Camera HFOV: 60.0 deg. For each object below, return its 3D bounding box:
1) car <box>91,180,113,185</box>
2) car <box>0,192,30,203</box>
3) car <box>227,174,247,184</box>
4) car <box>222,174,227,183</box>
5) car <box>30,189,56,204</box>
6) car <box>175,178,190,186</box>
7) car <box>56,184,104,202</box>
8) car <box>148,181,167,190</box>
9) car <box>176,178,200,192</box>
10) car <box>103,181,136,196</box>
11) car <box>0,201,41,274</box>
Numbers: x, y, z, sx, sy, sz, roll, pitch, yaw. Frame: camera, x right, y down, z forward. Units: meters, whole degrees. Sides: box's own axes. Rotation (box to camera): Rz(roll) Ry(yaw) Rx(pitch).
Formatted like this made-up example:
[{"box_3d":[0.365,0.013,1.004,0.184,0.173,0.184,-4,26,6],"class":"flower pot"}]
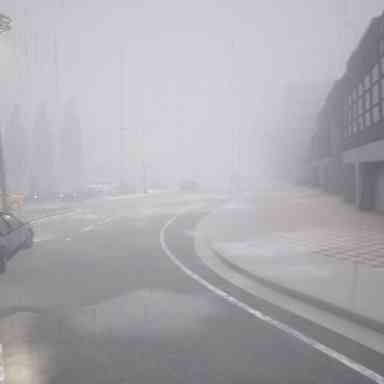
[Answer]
[{"box_3d":[-12.324,-0.606,44.711,2.150,2.045,5.566,-2,3,15],"class":"car"},{"box_3d":[-15.304,0.787,25.041,1.882,1.535,5.008,-1,3,25],"class":"car"},{"box_3d":[9.118,-2.619,66.630,2.150,2.045,5.566,-2,3,15],"class":"car"},{"box_3d":[8.302,-3.129,77.237,2.150,2.045,5.566,-2,3,15],"class":"car"},{"box_3d":[-15.177,0.422,34.402,1.895,1.301,4.718,-1,3,17],"class":"car"},{"box_3d":[-1.876,-2.161,70.040,1.812,1.442,4.674,-2,3,15],"class":"car"},{"box_3d":[-11.484,0.264,34.522,1.895,1.301,4.718,-1,3,16],"class":"car"},{"box_3d":[-5.767,-1.098,55.649,1.994,1.385,4.181,-2,3,16],"class":"car"},{"box_3d":[-0.258,-0.822,44.525,2.128,1.511,4.902,-2,3,15],"class":"car"},{"box_3d":[-9.019,-0.409,43.485,2.128,1.511,4.902,-2,3,15],"class":"car"},{"box_3d":[-5.826,1.287,9.195,2.033,1.411,5.357,-3,3,-15],"class":"car"}]
